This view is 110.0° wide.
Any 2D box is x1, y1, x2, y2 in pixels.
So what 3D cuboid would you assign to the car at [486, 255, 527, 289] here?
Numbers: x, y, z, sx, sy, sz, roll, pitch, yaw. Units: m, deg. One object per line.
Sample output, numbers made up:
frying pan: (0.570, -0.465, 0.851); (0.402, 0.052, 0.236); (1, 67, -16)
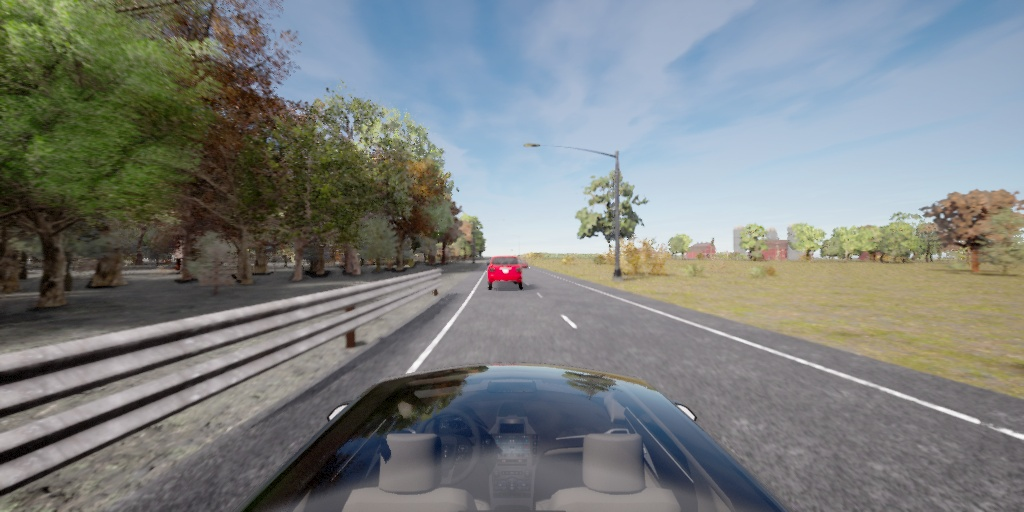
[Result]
car: (-0.488, 0.974, 23.546); (2.150, 2.045, 5.566); (0, 0, -3)
